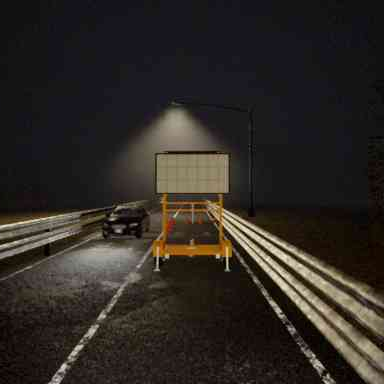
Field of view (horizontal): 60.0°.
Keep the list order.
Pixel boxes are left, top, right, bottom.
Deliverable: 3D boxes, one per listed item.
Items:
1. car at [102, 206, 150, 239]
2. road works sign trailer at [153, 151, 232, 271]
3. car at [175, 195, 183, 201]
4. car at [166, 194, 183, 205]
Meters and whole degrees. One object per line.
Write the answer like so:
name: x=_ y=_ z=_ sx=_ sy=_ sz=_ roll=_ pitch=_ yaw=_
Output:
car: x=-3.334 y=1.498 z=17.530 sx=2.128 sy=1.511 sz=4.902 roll=0 pitch=0 yaw=0
road works sign trailer: x=0.020 y=0.468 z=10.869 sx=2.380 sy=3.560 sz=2.880 roll=0 pitch=0 yaw=0
car: x=-3.172 y=1.509 z=83.767 sx=1.882 sy=1.535 sz=5.008 roll=0 pitch=0 yaw=0
car: x=-3.279 y=1.243 z=58.074 sx=2.150 sy=2.045 sz=5.566 roll=0 pitch=0 yaw=0
